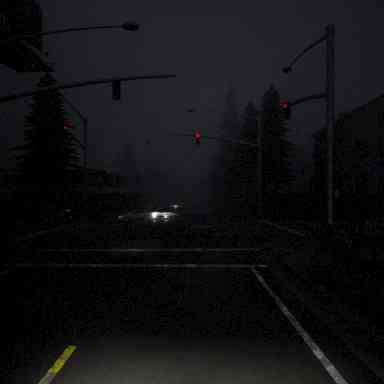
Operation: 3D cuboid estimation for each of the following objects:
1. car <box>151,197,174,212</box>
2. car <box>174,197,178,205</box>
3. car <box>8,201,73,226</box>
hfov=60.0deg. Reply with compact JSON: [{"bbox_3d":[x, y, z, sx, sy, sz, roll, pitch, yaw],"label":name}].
[{"bbox_3d":[-3.477,1.563,38.045,1.994,1.385,4.181,0,0,0],"label":"car"},{"bbox_3d":[-3.333,1.546,57.486,2.033,1.411,5.357,0,0,1],"label":"car"},{"bbox_3d":[-10.263,1.340,21.447,4.902,1.511,2.128,2,0,-2],"label":"car"}]
